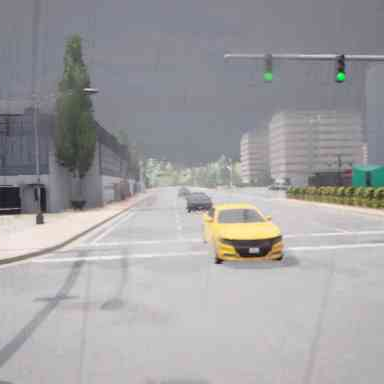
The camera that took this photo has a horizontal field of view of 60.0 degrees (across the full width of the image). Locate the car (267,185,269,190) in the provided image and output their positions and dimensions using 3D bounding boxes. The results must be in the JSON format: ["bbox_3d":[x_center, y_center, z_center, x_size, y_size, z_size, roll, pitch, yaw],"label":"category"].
[{"bbox_3d":[18.856,-1.248,73.321,4.605,1.855,1.932,-2,1,-5],"label":"car"}]

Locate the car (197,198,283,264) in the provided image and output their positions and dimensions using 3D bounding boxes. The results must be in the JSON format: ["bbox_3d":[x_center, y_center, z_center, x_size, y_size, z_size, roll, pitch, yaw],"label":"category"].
[{"bbox_3d":[1.411,1.150,10.880,1.882,1.535,5.008,-2,1,-3],"label":"car"}]

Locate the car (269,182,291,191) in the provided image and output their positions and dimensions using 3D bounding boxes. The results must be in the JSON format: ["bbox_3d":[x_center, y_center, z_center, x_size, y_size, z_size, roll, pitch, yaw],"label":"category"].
[{"bbox_3d":[19.054,-1.179,70.434,3.866,1.878,1.905,-2,1,-5],"label":"car"}]

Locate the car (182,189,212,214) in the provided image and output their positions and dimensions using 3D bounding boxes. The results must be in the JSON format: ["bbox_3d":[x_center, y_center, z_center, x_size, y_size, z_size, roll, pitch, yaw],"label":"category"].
[{"bbox_3d":[0.454,0.791,26.456,1.882,1.535,5.008,-2,1,-3],"label":"car"}]

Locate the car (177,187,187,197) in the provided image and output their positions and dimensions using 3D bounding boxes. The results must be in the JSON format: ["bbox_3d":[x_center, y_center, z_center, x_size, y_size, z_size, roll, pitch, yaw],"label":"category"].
[{"bbox_3d":[-1.503,-0.067,58.154,2.097,1.767,4.553,-2,2,-4],"label":"car"}]
